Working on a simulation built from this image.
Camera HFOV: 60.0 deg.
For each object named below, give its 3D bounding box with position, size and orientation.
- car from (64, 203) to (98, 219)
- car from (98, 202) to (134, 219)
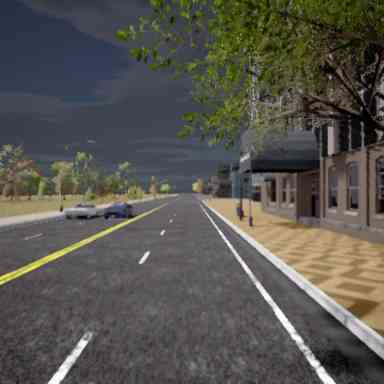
[{"bbox_3d":[-9.797,1.664,29.968,1.895,1.301,4.718,0,0,0],"label":"car"},{"bbox_3d":[-6.544,1.609,30.241,2.033,1.411,5.357,0,0,0],"label":"car"}]
